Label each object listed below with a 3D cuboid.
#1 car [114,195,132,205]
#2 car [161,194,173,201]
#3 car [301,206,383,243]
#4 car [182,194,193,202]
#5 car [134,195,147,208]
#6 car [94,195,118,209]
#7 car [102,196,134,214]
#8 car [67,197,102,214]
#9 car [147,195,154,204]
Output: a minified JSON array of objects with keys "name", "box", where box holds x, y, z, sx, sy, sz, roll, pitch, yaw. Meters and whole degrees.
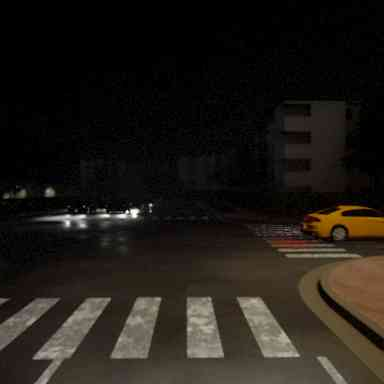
[{"name":"car","box":[-11.043,1.269,53.641,1.994,1.385,4.181,0,0,0]},{"name":"car","box":[-5.395,1.130,71.690,2.128,1.511,4.902,0,0,-14]},{"name":"car","box":[7.494,1.378,15.065,5.008,1.535,1.882,0,-1,-7]},{"name":"car","box":[-0.986,1.182,66.301,2.033,1.411,5.357,0,0,-7]},{"name":"car","box":[-7.450,1.257,42.474,2.128,1.511,4.902,0,0,-1]},{"name":"car","box":[-10.953,1.243,42.661,1.882,1.535,5.008,0,0,0]},{"name":"car","box":[-7.304,1.321,33.339,1.837,1.490,4.892,0,0,-2]},{"name":"car","box":[-10.845,1.418,33.269,1.895,1.301,4.718,0,0,-1]},{"name":"car","box":[-7.593,1.215,56.516,1.812,1.442,4.674,0,0,0]}]
